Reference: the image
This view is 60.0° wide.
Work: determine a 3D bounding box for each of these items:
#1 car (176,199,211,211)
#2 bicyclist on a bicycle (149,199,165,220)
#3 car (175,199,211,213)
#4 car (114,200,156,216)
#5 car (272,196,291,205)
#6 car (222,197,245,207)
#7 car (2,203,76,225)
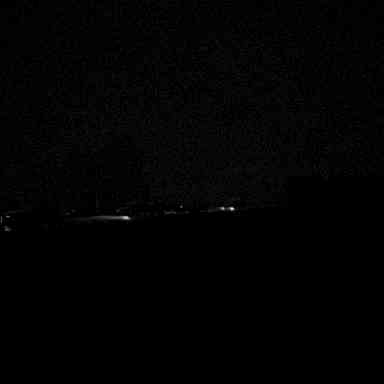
[{"bbox_3d":[0.285,1.548,40.677,1.895,1.301,4.718,-1,-1,35],"label":"car"},{"bbox_3d":[-2.743,1.343,26.026,1.656,1.620,0.582,0,0,35],"label":"bicyclist on a bicycle"},{"bbox_3d":[0.062,1.463,35.264,1.994,1.385,4.181,-1,-1,35],"label":"car"},{"bbox_3d":[-5.482,1.486,32.524,1.812,1.442,4.674,-1,-1,35],"label":"car"},{"bbox_3d":[15.453,1.459,57.095,1.882,1.535,5.008,-1,-1,35],"label":"car"},{"bbox_3d":[6.112,1.490,48.870,1.812,1.442,4.674,-1,-1,36],"label":"car"},{"bbox_3d":[-11.213,1.530,24.349,2.033,1.411,5.357,-1,-1,34],"label":"car"}]
